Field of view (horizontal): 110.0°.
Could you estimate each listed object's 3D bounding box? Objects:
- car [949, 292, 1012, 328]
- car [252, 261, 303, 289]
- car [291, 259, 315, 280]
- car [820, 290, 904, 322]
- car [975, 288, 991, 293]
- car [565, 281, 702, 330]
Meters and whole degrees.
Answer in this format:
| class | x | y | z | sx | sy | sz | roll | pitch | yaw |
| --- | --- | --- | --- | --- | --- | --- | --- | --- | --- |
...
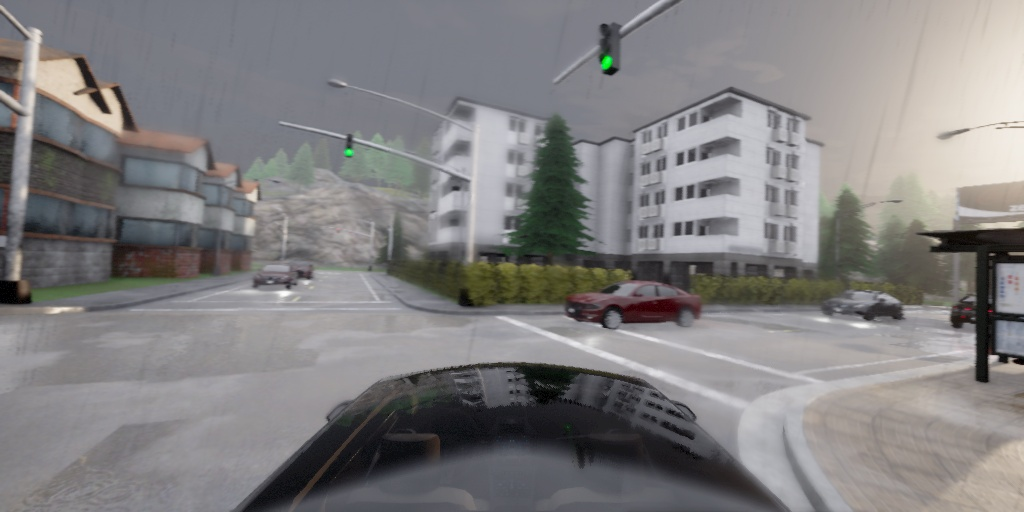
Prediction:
| class | x | y | z | sx | sy | sz | roll | pitch | yaw |
| --- | --- | --- | --- | --- | --- | --- | --- | --- | --- |
| car | 21.907 | 2.588 | 16.205 | 4.892 | 1.490 | 1.837 | 4 | -2 | -24 |
| car | -14.412 | 1.192 | 22.123 | 1.812 | 1.442 | 4.674 | 4 | -2 | -24 |
| car | -18.475 | 1.082 | 31.160 | 2.097 | 1.767 | 4.553 | 4 | -2 | -24 |
| car | 18.048 | 2.486 | 18.415 | 4.674 | 1.442 | 1.812 | 3 | -2 | -24 |
| car | 35.139 | 3.325 | 25.975 | 5.566 | 2.045 | 2.150 | 4 | -2 | -24 |
| car | 4.202 | 1.590 | 12.341 | 5.008 | 1.535 | 1.882 | 3 | -2 | -23 |
